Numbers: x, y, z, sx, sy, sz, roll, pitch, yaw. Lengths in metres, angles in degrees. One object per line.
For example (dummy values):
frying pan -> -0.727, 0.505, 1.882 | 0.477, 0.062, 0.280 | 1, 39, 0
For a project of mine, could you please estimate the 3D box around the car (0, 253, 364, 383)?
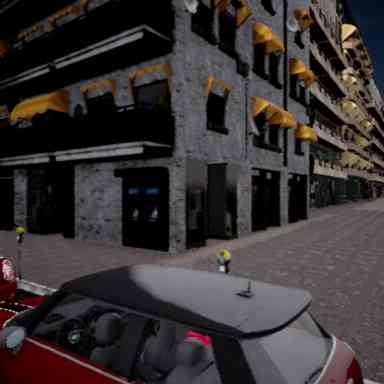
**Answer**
car -> -0.645, 1.445, 3.180 | 4.097, 1.590, 1.967 | 0, 0, 36
